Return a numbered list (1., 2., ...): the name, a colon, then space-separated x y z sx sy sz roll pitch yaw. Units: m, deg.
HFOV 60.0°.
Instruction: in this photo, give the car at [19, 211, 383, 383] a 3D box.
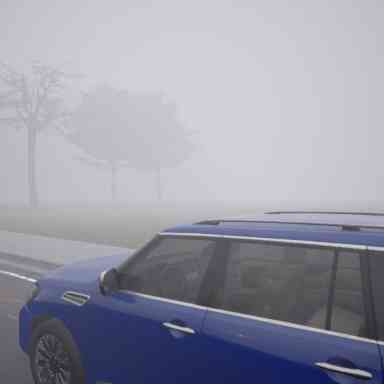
1. car: 0.588 1.222 3.273 5.566 2.045 2.150 0 0 35
